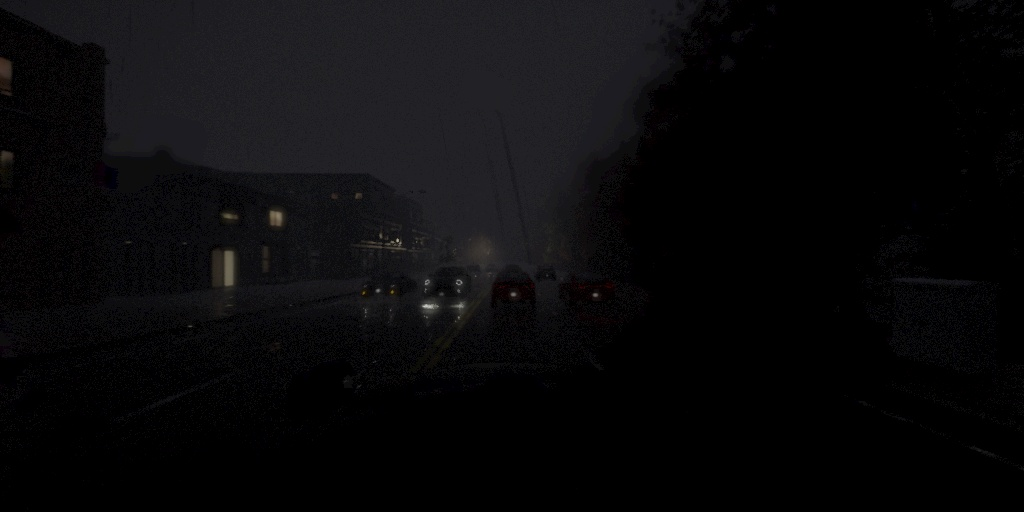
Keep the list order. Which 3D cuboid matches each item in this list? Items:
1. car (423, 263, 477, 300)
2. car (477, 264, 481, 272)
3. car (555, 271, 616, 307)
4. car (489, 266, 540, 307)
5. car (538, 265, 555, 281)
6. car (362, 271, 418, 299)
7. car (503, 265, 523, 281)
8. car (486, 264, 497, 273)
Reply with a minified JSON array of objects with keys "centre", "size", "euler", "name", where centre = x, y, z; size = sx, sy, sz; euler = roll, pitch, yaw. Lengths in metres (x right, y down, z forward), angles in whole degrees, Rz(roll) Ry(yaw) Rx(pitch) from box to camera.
[{"centre":[-3.349,1.336,19.568],"size":[2.097,1.767,4.553],"euler":[0,-1,0],"name":"car"},{"centre":[-6.532,2.031,61.979],"size":[2.128,1.511,4.902],"euler":[0,-1,1],"name":"car"},{"centre":[3.349,1.424,16.679],"size":[1.882,1.535,5.008],"euler":[0,-1,0],"name":"car"},{"centre":[0.099,1.427,16.884],"size":[1.882,1.535,5.008],"euler":[0,-1,0],"name":"car"},{"centre":[3.353,1.697,36.466],"size":[2.128,1.511,4.902],"euler":[0,-1,0],"name":"car"},{"centre":[-6.600,1.550,19.778],"size":[1.994,1.385,4.181],"euler":[0,-1,0],"name":"car"},{"centre":[0.103,1.715,36.798],"size":[1.837,1.490,4.892],"euler":[0,-1,0],"name":"car"},{"centre":[-3.286,2.046,60.611],"size":[1.812,1.442,4.674],"euler":[0,-1,1],"name":"car"}]
